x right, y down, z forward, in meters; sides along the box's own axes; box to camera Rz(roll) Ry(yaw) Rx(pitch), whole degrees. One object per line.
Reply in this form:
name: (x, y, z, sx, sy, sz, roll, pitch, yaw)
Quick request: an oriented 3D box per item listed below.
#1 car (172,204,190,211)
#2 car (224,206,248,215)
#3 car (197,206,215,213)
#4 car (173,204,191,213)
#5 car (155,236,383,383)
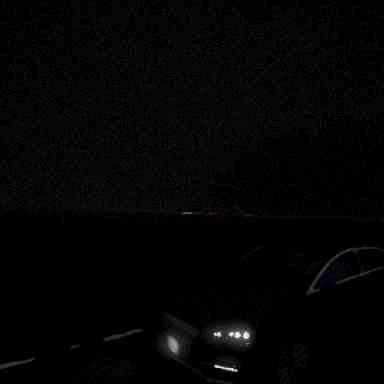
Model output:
car: (-2.607, 3.578, 76.027, 1.882, 1.535, 5.008, 1, -2, -33)
car: (7.165, 3.035, 54.553, 1.812, 1.442, 4.674, 1, -2, -33)
car: (2.872, 3.501, 67.650, 1.812, 1.442, 4.674, 1, -2, -33)
car: (-2.116, 3.456, 68.883, 1.837, 1.490, 4.892, 1, -2, -33)
car: (1.786, 1.507, 5.259, 4.902, 1.511, 2.128, 0, 0, -35)
